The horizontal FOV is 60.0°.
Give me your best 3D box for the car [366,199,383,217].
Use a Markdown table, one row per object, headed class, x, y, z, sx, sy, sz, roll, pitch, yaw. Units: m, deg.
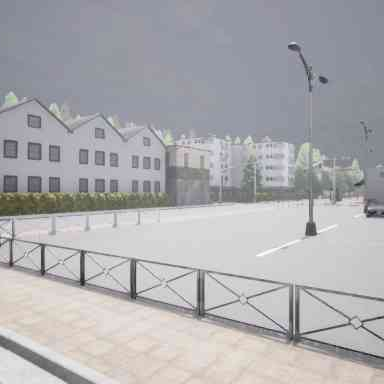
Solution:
| class | x | y | z | sx | sy | sz | roll | pitch | yaw |
| --- | --- | --- | --- | --- | --- | --- | --- | --- | --- |
| car | 15.349 | 1.298 | 26.857 | 2.007 | 1.523 | 4.514 | 0 | 0 | 35 |
